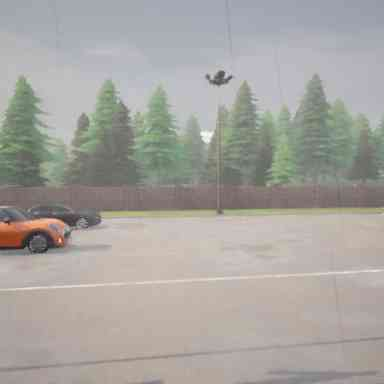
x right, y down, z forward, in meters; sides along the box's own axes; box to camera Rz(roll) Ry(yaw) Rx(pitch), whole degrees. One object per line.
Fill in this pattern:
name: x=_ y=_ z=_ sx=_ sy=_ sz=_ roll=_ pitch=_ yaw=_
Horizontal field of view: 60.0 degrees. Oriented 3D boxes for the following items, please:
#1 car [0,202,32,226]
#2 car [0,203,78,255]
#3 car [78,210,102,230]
car: x=-13.665 y=1.454 z=21.808 sx=5.357 sy=1.411 sz=2.033 roll=0 pitch=0 yaw=-10
car: x=-6.885 y=1.295 z=12.302 sx=4.553 sy=1.767 sz=2.097 roll=0 pitch=0 yaw=-10
car: x=-7.759 y=1.402 z=19.254 sx=4.892 sy=1.490 sz=1.837 roll=0 pitch=0 yaw=-10
